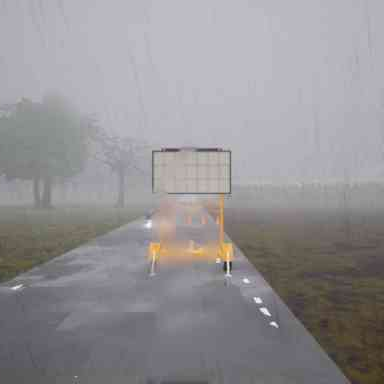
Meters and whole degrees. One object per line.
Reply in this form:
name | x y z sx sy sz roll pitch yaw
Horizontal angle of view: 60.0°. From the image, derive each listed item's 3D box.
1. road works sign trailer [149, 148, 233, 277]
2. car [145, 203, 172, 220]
road works sign trailer | -0.005 0.463 10.256 2.380 3.560 2.880 0 0 1
car | -2.781 1.617 28.442 1.994 1.385 4.181 0 0 0
